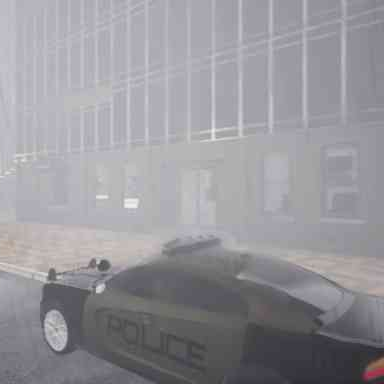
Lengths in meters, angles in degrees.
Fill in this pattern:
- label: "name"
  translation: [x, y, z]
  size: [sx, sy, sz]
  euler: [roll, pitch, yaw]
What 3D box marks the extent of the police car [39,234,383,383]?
- label: "police car"
  translation: [-0.120, 1.431, 4.449]
  size: [5.238, 1.638, 1.930]
  euler: [0, 0, 36]
